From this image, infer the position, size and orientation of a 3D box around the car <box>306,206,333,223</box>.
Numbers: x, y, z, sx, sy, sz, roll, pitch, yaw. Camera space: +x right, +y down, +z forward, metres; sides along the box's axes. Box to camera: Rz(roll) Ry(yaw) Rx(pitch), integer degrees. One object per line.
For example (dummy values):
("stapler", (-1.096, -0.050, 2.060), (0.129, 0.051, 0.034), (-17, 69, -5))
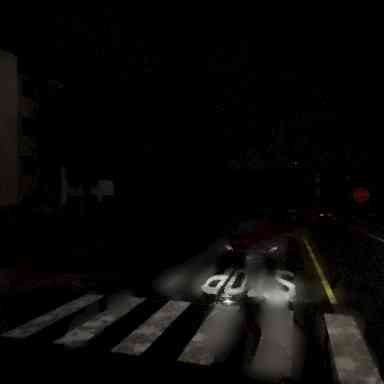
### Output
("car", (11.144, 1.931, 29.207), (2.033, 1.411, 5.357), (-1, -1, 16))

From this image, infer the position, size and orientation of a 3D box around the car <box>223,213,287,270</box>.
("car", (2.348, 1.710, 11.972), (1.812, 1.442, 4.674), (-1, -1, 16))

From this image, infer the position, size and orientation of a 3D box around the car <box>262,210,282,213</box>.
("car", (5.478, 1.908, 22.801), (1.994, 1.385, 4.181), (-1, -1, 16))
